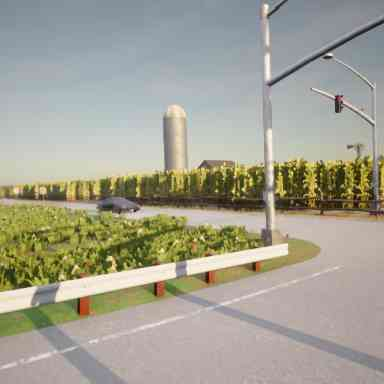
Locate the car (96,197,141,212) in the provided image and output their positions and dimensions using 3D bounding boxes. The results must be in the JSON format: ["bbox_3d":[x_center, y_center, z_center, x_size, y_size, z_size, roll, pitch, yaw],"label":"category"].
[{"bbox_3d":[-6.668,1.166,29.505,2.033,1.411,5.357,-3,2,-40],"label":"car"}]
